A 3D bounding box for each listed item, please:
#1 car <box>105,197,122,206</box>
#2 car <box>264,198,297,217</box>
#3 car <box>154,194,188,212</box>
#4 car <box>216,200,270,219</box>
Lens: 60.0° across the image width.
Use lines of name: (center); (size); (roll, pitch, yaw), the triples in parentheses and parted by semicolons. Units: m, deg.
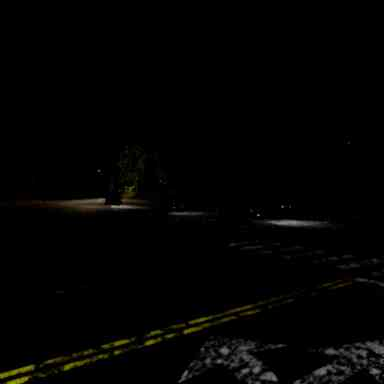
car: (-13.458, 1.538, 56.831); (2.128, 1.511, 4.902); (-1, 0, -32)
car: (7.418, 1.315, 30.809); (2.097, 1.767, 4.553); (-1, 1, -32)
car: (-2.619, 1.247, 40.002); (2.150, 2.045, 5.566); (-1, 1, -33)
car: (4.283, 1.620, 29.414); (1.895, 1.301, 4.718); (-1, 1, -34)
